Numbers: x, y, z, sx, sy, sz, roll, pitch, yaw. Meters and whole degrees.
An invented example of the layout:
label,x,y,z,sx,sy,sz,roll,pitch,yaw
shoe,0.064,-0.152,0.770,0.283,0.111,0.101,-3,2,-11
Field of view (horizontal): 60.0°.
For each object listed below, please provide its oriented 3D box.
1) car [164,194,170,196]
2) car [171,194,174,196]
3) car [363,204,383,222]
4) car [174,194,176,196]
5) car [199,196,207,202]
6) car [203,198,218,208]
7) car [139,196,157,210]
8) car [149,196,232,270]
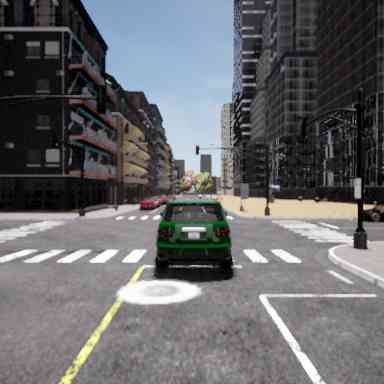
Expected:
label,x,y,z,sx,sy,sz,roll,pitch,yaw
car,-5.691,1.374,59.759,2.192,1.841,5.009,-1,0,0
car,-5.683,1.663,76.705,1.802,1.307,4.206,-1,0,0
car,14.680,1.492,24.765,4.313,1.339,1.947,0,1,0
car,-5.683,1.420,93.652,2.192,1.841,5.009,-1,0,0
car,2.665,1.634,82.409,1.887,1.381,4.507,-1,0,0
car,2.657,1.590,48.515,1.887,1.381,4.507,-1,0,0
car,-5.691,1.584,42.811,1.887,1.381,4.507,-1,0,0
car,0.062,1.253,11.223,2.150,2.045,5.566,0,-1,0
